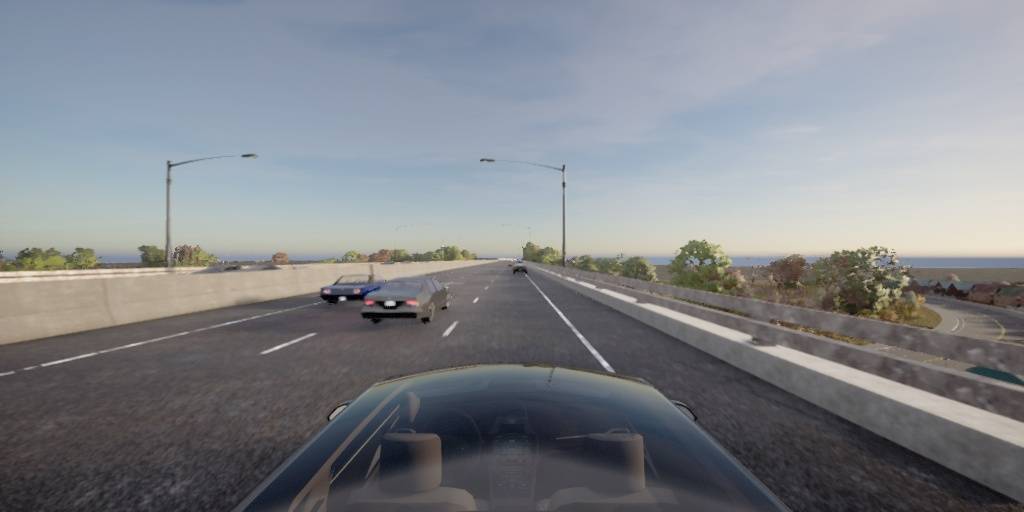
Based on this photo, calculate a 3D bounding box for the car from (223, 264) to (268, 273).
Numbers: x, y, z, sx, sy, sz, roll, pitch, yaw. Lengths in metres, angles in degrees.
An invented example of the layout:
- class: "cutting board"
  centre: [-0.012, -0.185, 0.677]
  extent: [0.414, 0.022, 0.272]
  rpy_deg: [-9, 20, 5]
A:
- class: "car"
  centre: [-21.071, 1.480, 30.078]
  extent: [1.882, 1.535, 5.008]
  rpy_deg: [0, 0, 0]

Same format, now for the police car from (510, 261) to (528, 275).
- class: "police car"
  centre: [1.071, 1.580, 47.409]
  extent: [1.930, 1.638, 5.238]
  rpy_deg: [0, -1, 0]

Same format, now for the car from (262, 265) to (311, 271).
- class: "car"
  centre: [-17.577, 1.596, 29.214]
  extent: [1.895, 1.301, 4.718]
  rpy_deg: [0, -1, 0]

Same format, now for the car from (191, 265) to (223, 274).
- class: "car"
  centre: [-24.569, 1.511, 30.341]
  extent: [1.837, 1.490, 4.892]
  rpy_deg: [0, -1, 0]

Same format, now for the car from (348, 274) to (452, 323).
- class: "car"
  centre: [-3.393, 1.394, 12.504]
  extent: [2.033, 1.411, 5.357]
  rpy_deg: [0, -1, 0]

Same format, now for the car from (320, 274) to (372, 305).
- class: "car"
  centre: [-6.892, 1.486, 16.827]
  extent: [1.895, 1.301, 4.718]
  rpy_deg: [0, -1, 0]
